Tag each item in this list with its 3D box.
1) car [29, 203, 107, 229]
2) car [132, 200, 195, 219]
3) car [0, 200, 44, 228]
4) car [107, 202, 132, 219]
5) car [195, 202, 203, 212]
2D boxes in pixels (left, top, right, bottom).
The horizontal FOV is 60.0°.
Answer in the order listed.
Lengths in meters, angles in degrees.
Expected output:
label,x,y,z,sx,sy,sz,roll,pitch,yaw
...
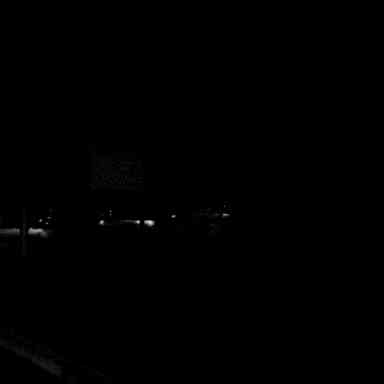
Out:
label,x,y,z,sx,sy,sz,roll,pitch,yaw
car,-8.173,1.602,22.238,1.994,1.385,4.181,0,0,39
car,-2.390,1.579,29.444,2.033,1.411,5.357,0,0,39
car,-12.132,1.397,22.900,2.097,1.767,4.553,0,0,39
car,-6.756,1.606,29.606,1.994,1.385,4.181,0,0,38
car,-0.963,1.554,36.815,2.033,1.411,5.357,0,0,39
